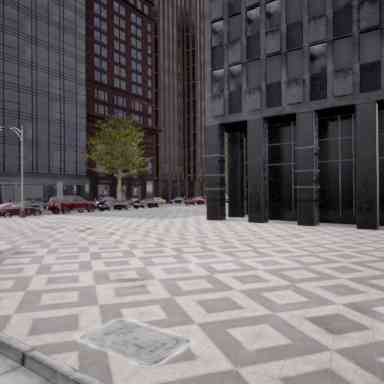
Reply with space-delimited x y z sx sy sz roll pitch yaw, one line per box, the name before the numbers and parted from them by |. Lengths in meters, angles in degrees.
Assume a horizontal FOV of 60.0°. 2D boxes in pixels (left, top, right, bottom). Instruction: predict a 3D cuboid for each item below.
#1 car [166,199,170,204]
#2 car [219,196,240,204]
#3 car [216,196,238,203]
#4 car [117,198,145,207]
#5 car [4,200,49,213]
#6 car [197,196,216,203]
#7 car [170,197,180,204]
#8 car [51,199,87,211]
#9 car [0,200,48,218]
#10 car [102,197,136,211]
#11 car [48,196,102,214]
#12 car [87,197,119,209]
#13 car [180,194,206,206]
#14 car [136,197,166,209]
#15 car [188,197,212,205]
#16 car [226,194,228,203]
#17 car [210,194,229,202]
car | -6.507 1.546 57.212 1.752 1.417 4.829 -1 0 35
car | 7.001 1.465 61.808 1.947 1.339 4.313 -1 0 35
car | 7.117 1.471 66.515 2.033 1.411 5.357 -1 0 35
car | -9.606 1.614 52.706 1.802 1.307 4.206 -1 0 35
car | -19.193 1.644 38.767 1.947 1.339 4.313 -1 0 35
car | 3.177 1.536 71.293 1.887 1.381 4.507 -1 0 35
car | -3.214 1.576 62.000 1.947 1.339 4.313 -1 0 35
car | -15.997 1.643 43.413 1.802 1.307 4.206 -1 0 35
car | -15.366 1.577 29.287 1.802 1.307 4.206 -1 0 35
car | -8.976 1.526 38.579 1.947 1.339 4.313 -1 0 35
car | -12.173 1.291 33.935 2.192 1.841 5.009 -1 0 35
car | -12.803 1.486 48.060 1.967 1.590 4.097 -1 0 35
car | 0.609 1.464 52.517 1.887 1.381 4.507 -1 0 35
car | -5.781 1.510 43.225 1.947 1.339 4.313 -1 0 35
car | 1.455 1.541 58.284 1.895 1.301 4.718 -1 0 34
car | 3.803 1.224 57.164 2.192 1.841 5.009 -1 0 35
car | 6.371 1.298 75.940 2.192 1.841 5.009 -1 0 35
